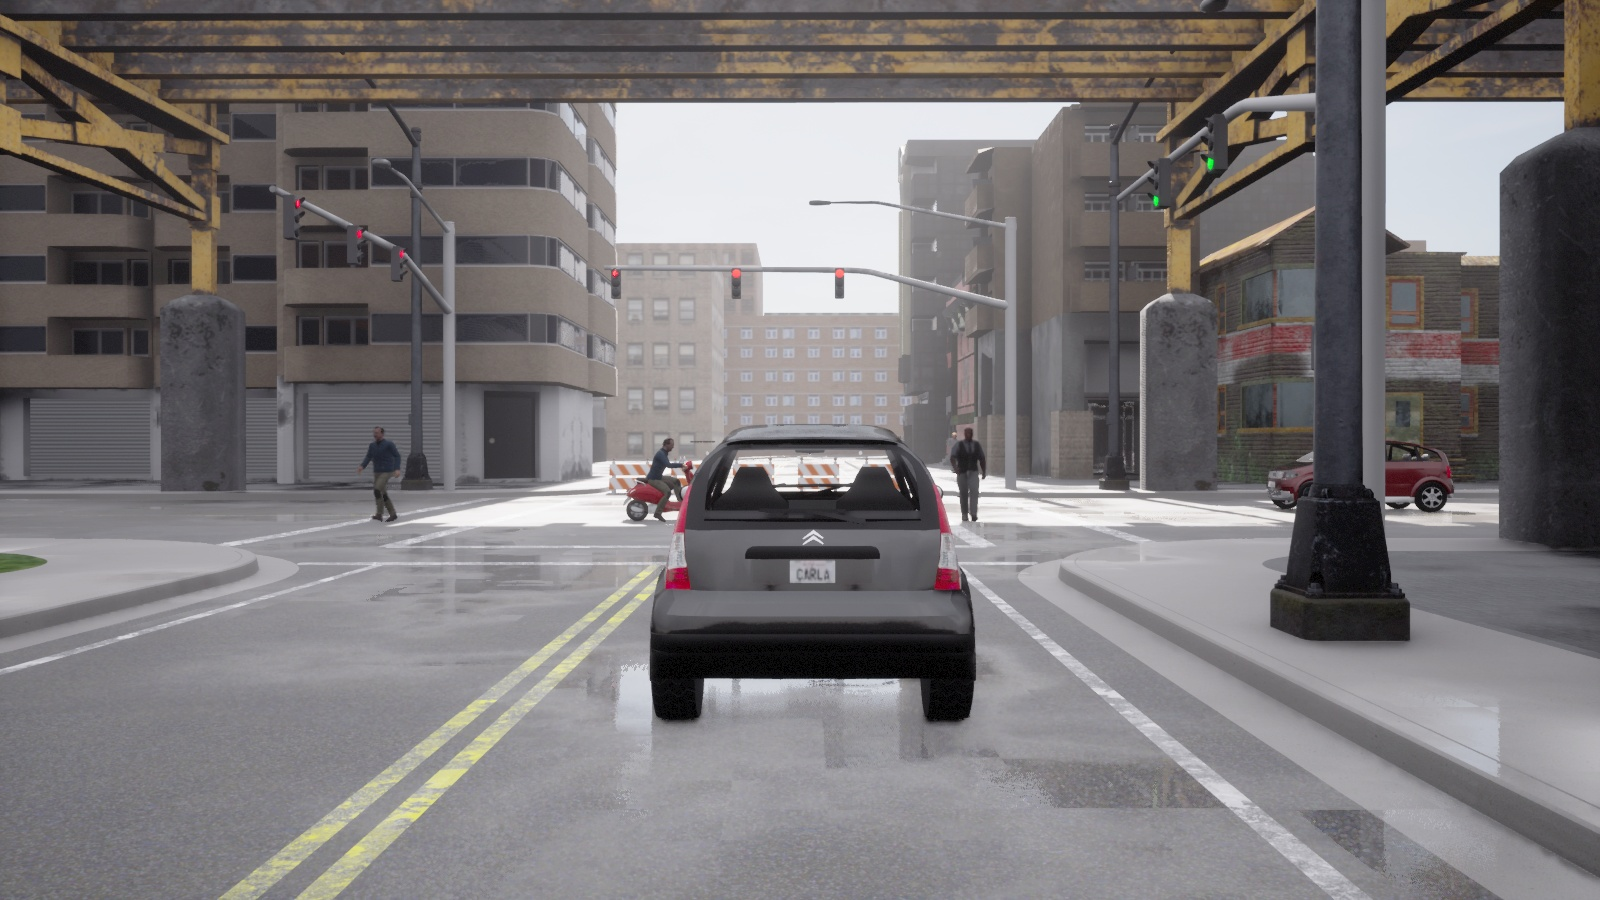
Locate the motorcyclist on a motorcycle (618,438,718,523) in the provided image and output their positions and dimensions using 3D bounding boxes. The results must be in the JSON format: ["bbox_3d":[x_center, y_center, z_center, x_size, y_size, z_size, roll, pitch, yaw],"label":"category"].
[{"bbox_3d":[-2.493,0.563,23.961,1.817,1.590,0.866,0,0,0],"label":"motorcyclist on a motorcycle"}]

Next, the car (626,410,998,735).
[{"bbox_3d":[0.073,0.598,8.243,1.851,1.617,3.988,0,0,0],"label":"car"}]

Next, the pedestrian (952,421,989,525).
[{"bbox_3d":[3.157,0.417,23.305,0.563,1.883,0.849,0,0,1],"label":"pedestrian"}]

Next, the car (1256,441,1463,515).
[{"bbox_3d":[12.146,0.580,27.426,3.705,1.549,1.789,0,0,0],"label":"car"}]

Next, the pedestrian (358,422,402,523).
[{"bbox_3d":[-7.799,0.410,23.340,0.402,1.842,0.726,0,0,22],"label":"pedestrian"}]
